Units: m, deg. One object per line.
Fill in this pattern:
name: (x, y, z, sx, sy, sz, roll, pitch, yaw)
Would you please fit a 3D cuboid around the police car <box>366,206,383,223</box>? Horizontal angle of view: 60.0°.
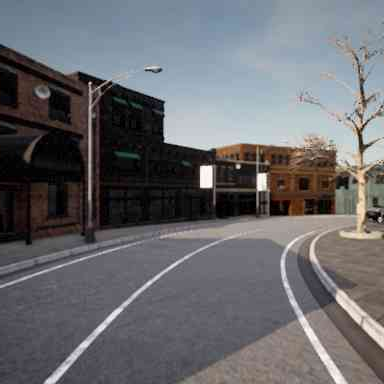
police car: (19.528, 2.302, 34.746, 5.238, 1.638, 1.930, 2, -1, -33)
